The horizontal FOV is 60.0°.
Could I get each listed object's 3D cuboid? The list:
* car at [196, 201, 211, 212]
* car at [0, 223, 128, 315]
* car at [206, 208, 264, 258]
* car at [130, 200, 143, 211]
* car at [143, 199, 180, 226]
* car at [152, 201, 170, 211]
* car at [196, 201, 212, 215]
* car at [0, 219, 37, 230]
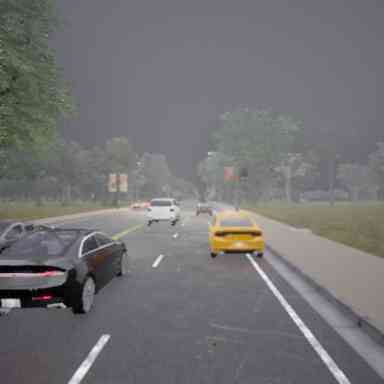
[{"bbox_3d":[1.729,2.134,50.478,2.033,1.411,5.357,-1,-1,2],"label":"car"},{"bbox_3d":[-2.834,1.606,7.793,2.128,1.511,4.902,-1,-1,2],"label":"car"},{"bbox_3d":[1.643,1.617,13.494,1.882,1.535,5.008,-1,-1,2],"label":"car"},{"bbox_3d":[-8.087,2.034,51.218,2.097,1.767,4.553,-1,-1,2],"label":"car"},{"bbox_3d":[-2.205,1.544,26.922,2.150,2.045,5.566,-1,-1,2],"label":"car"},{"bbox_3d":[-4.811,2.155,51.953,2.128,1.511,4.902,-1,-1,2],"label":"car"},{"bbox_3d":[1.453,1.995,39.914,2.033,1.411,5.357,-1,-1,2],"label":"car"},{"bbox_3d":[-6.195,1.667,10.555,2.128,1.511,4.902,-1,-1,2],"label":"car"}]
